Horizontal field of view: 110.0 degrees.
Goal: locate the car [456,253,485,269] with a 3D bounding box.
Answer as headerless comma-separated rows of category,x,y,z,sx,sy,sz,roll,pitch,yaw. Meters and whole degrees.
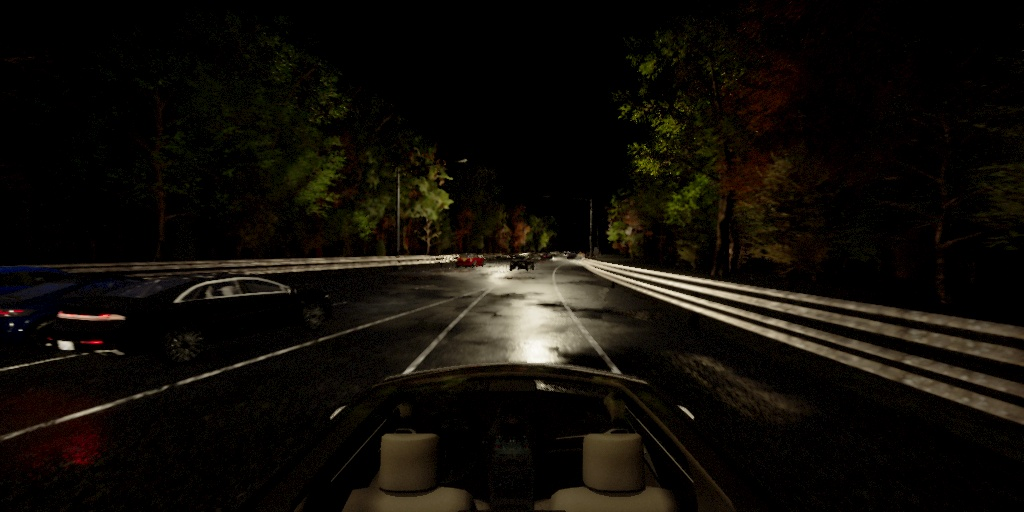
car,-4.724,0.482,41.496,2.097,1.767,4.553,1,1,14

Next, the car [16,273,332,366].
car,-6.188,1.122,7.806,2.128,1.511,4.902,1,1,14

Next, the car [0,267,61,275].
car,-12.960,1.022,9.562,1.882,1.535,5.008,1,1,14

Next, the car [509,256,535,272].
car,1.068,0.783,35.948,1.837,1.490,4.892,1,1,14

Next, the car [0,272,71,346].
car,-9.579,1.156,8.661,1.994,1.385,4.181,1,1,14
